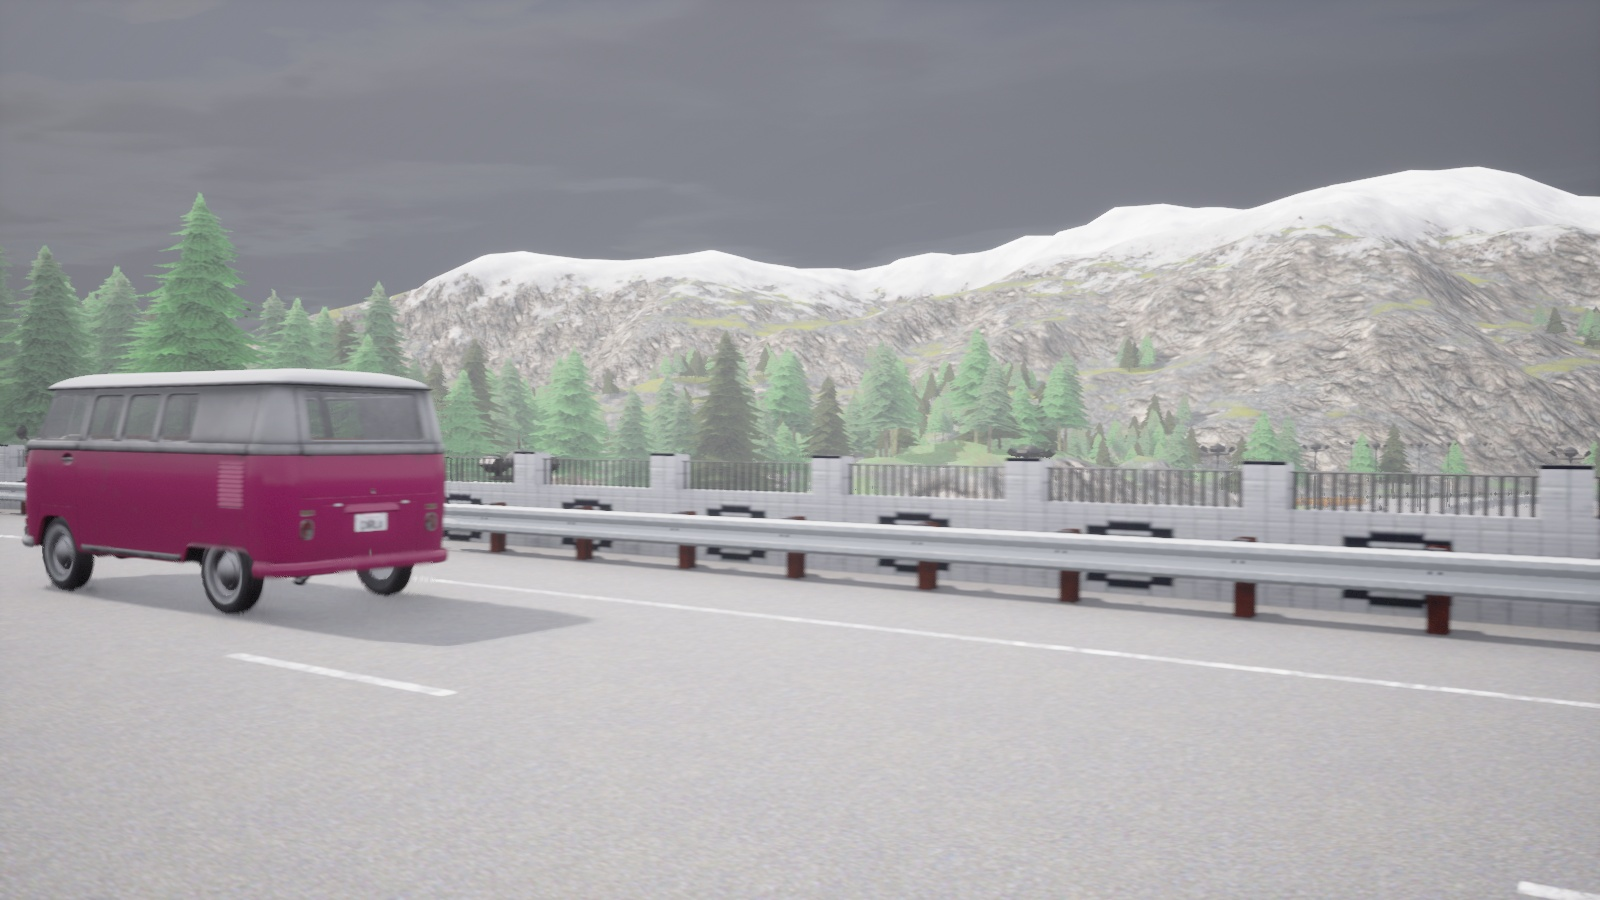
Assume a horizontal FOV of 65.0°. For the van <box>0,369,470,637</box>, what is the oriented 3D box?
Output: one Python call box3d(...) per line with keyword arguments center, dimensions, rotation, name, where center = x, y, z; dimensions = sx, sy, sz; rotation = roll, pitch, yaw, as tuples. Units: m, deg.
box3d(center=(-5.188, 0.381, 11.267), dimensions=(4.442, 1.987, 1.775), rotation=(0, 1, 34), name="van")
